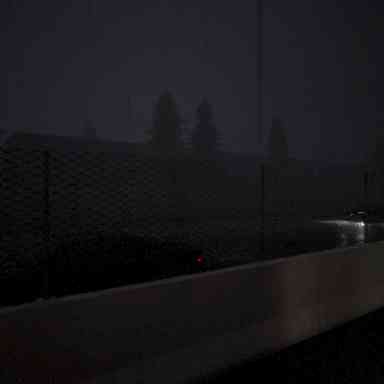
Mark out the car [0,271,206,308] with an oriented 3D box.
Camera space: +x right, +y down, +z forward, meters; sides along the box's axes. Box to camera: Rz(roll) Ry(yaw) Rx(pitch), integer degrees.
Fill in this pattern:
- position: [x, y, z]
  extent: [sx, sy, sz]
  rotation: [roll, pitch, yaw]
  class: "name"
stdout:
- position: [-2.220, 1.547, 6.708]
  extent: [5.357, 1.411, 2.033]
  rotation: [0, 0, -36]
  class: "car"
